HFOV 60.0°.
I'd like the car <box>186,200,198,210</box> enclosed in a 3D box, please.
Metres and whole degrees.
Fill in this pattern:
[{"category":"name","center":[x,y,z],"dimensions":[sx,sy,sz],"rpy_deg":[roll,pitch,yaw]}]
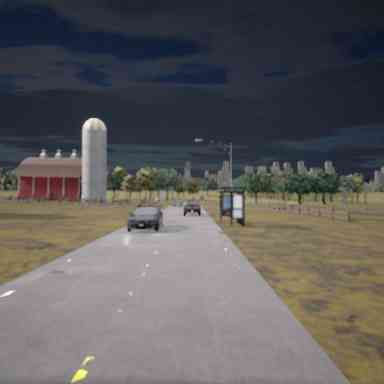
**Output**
[{"category":"car","center":[0.027,2.091,53.472],"dimensions":[1.812,1.442,4.674],"rpy_deg":[0,-2,1]}]

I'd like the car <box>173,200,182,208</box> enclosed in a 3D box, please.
[{"category":"car","center":[-2.744,2.315,65.384],"dimensions":[2.128,1.511,4.902],"rpy_deg":[0,-1,0]}]

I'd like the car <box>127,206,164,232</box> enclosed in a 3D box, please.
[{"category":"car","center":[-2.847,1.612,21.143],"dimensions":[1.882,1.535,5.008],"rpy_deg":[0,-1,0]}]

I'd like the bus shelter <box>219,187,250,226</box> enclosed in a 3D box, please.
[{"category":"bus shelter","center":[3.128,1.053,25.268],"dimensions":[1.920,2.740,3.880],"rpy_deg":[0,-1,0]}]

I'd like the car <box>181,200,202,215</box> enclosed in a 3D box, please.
[{"category":"car","center":[0.043,1.845,37.992],"dimensions":[1.837,1.490,4.892],"rpy_deg":[0,-2,0]}]
